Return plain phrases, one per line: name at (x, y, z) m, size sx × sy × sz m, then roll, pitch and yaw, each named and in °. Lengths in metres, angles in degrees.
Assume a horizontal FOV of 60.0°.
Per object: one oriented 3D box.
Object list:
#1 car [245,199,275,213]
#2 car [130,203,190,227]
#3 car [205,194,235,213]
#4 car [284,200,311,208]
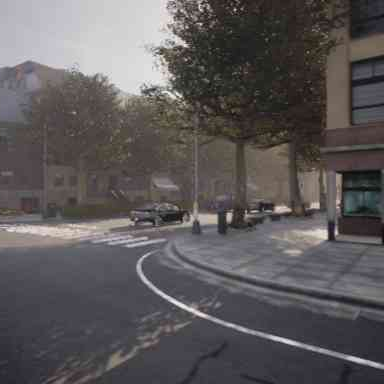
car at (7.527, 1.485, 36.345) m, size 2.128 × 1.511 × 4.902 m, roll 0°, pitch 0°, yaw 36°
car at (-2.060, 1.484, 22.637) m, size 2.128 × 1.511 × 4.902 m, roll 0°, pitch 0°, yaw 35°
car at (3.694, 1.213, 37.154) m, size 2.150 × 2.045 × 5.566 m, roll 0°, pitch 0°, yaw 36°
car at (14.665, 1.541, 46.119) m, size 2.033 × 1.411 × 5.357 m, roll 0°, pitch 0°, yaw 40°
